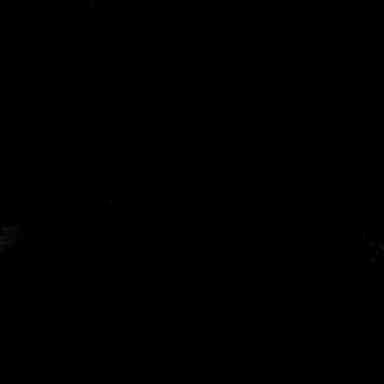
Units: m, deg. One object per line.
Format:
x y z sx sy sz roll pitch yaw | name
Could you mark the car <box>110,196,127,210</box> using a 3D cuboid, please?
-11.346 1.567 51.581 2.150 2.045 5.566 -2 1 -5 | car
